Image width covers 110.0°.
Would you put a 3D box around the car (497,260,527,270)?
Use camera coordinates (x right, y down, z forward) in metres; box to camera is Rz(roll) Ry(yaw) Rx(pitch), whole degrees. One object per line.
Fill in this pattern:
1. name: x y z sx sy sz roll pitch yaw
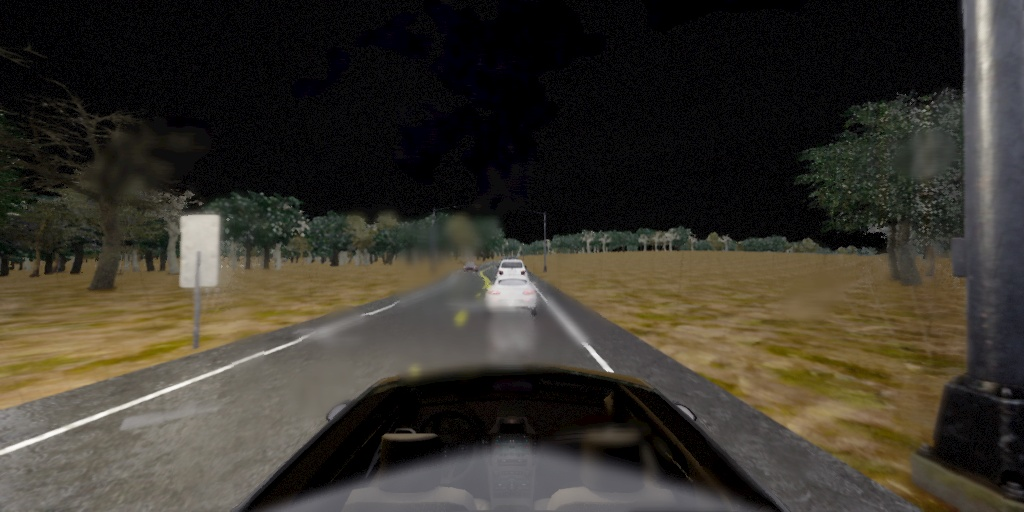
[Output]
1. car: 0.020 1.331 28.082 2.150 2.045 5.566 0 -1 0

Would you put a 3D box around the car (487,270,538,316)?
1. car: 0.037 1.447 14.218 1.812 1.442 4.674 0 -1 1

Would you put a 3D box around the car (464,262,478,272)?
1. car: -6.853 1.826 60.371 2.097 1.767 4.553 0 0 -3
